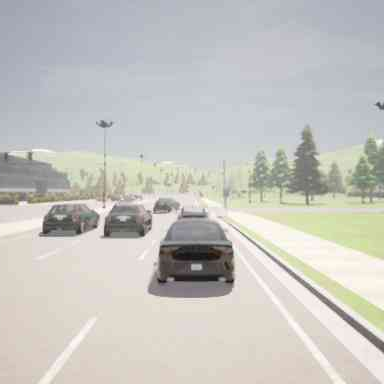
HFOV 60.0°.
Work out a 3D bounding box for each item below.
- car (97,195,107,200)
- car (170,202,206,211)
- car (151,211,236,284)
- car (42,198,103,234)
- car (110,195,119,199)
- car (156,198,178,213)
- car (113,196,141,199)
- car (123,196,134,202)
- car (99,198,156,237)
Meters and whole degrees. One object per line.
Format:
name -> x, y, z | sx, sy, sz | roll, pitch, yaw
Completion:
car -> -23.344, 1.636, 85.796 | 2.097, 1.767, 4.553 | 0, 0, 0
car -> 0.055, 1.555, 19.102 | 2.128, 1.511, 4.902 | 0, 0, -1
car -> 0.092, 1.510, 9.688 | 1.882, 1.535, 5.008 | 0, -1, 0
car -> -6.962, 1.418, 19.639 | 2.097, 1.767, 4.553 | 0, 0, 0
car -> -19.844, 1.876, 85.749 | 1.895, 1.301, 4.718 | 0, 0, 0
car -> -2.793, 1.482, 39.538 | 2.097, 1.767, 4.553 | 0, 0, 17
car -> -7.496, 1.620, 38.781 | 2.128, 1.511, 4.902 | 0, 0, -2
car -> -16.344, 1.805, 85.789 | 1.812, 1.442, 4.674 | 0, 0, 0
car -> -3.455, 1.414, 18.750 | 2.097, 1.767, 4.553 | 0, 0, 0
